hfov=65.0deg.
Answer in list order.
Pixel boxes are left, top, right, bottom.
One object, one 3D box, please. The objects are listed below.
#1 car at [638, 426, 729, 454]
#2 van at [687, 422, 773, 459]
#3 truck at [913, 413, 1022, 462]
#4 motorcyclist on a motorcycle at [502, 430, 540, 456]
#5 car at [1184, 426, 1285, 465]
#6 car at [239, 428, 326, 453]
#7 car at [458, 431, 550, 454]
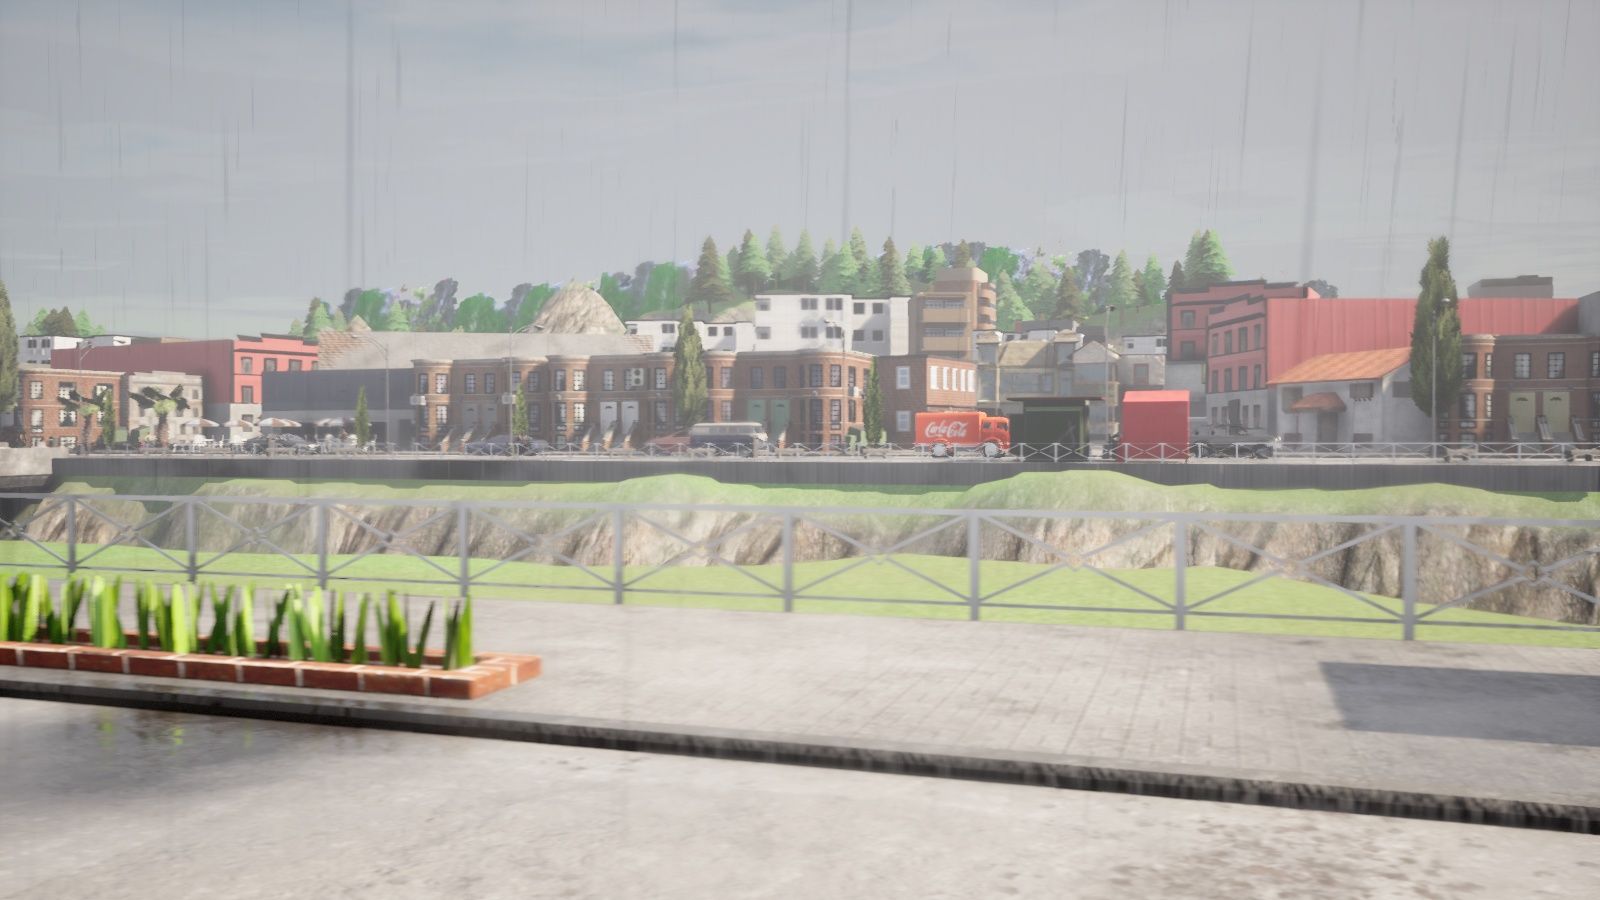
[{"bbox_3d":[-6.992,-0.628,75.378,5.027,1.651,2.152,1,1,19],"label":"car"},{"bbox_3d":[-3.927,-0.559,70.129,4.442,1.987,1.775,1,1,19],"label":"van"},{"bbox_3d":[8.799,-0.682,65.848,5.204,2.467,2.627,1,1,19],"label":"truck"},{"bbox_3d":[-16.518,-0.444,74.365,2.044,1.523,0.797,1,1,19],"label":"motorcyclist on a motorcycle"},{"bbox_3d":[21.309,-0.264,61.648,4.605,1.855,1.932,1,1,19],"label":"car"},{"bbox_3d":[-32.890,-0.620,79.867,4.902,1.511,2.128,1,1,19],"label":"car"},{"bbox_3d":[-18.680,-0.466,79.311,5.357,1.411,2.033,1,1,19],"label":"car"}]
